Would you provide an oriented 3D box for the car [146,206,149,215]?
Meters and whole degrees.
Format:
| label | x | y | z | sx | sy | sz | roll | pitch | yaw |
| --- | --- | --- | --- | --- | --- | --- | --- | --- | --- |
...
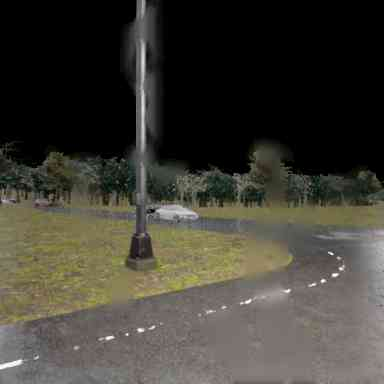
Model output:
| label | x | y | z | sx | sy | sz | roll | pitch | yaw |
| --- | --- | --- | --- | --- | --- | --- | --- | --- | --- |
| car | -4.526 | 2.286 | 43.777 | 1.882 | 1.535 | 5.008 | 3 | -3 | -36 |

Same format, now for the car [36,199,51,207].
| label | x | y | z | sx | sy | sz | roll | pitch | yaw |
| --- | --- | --- | --- | --- | --- | --- | --- | --- | --- |
| car | -38.530 | 2.851 | 85.200 | 2.150 | 2.045 | 5.566 | 3 | -2 | -32 |

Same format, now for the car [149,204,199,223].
| label | x | y | z | sx | sy | sz | roll | pitch | yaw |
| --- | --- | --- | --- | --- | --- | --- | --- | --- | --- |
| car | -1.355 | 1.763 | 27.334 | 1.812 | 1.442 | 4.674 | 3 | -3 | -36 |
